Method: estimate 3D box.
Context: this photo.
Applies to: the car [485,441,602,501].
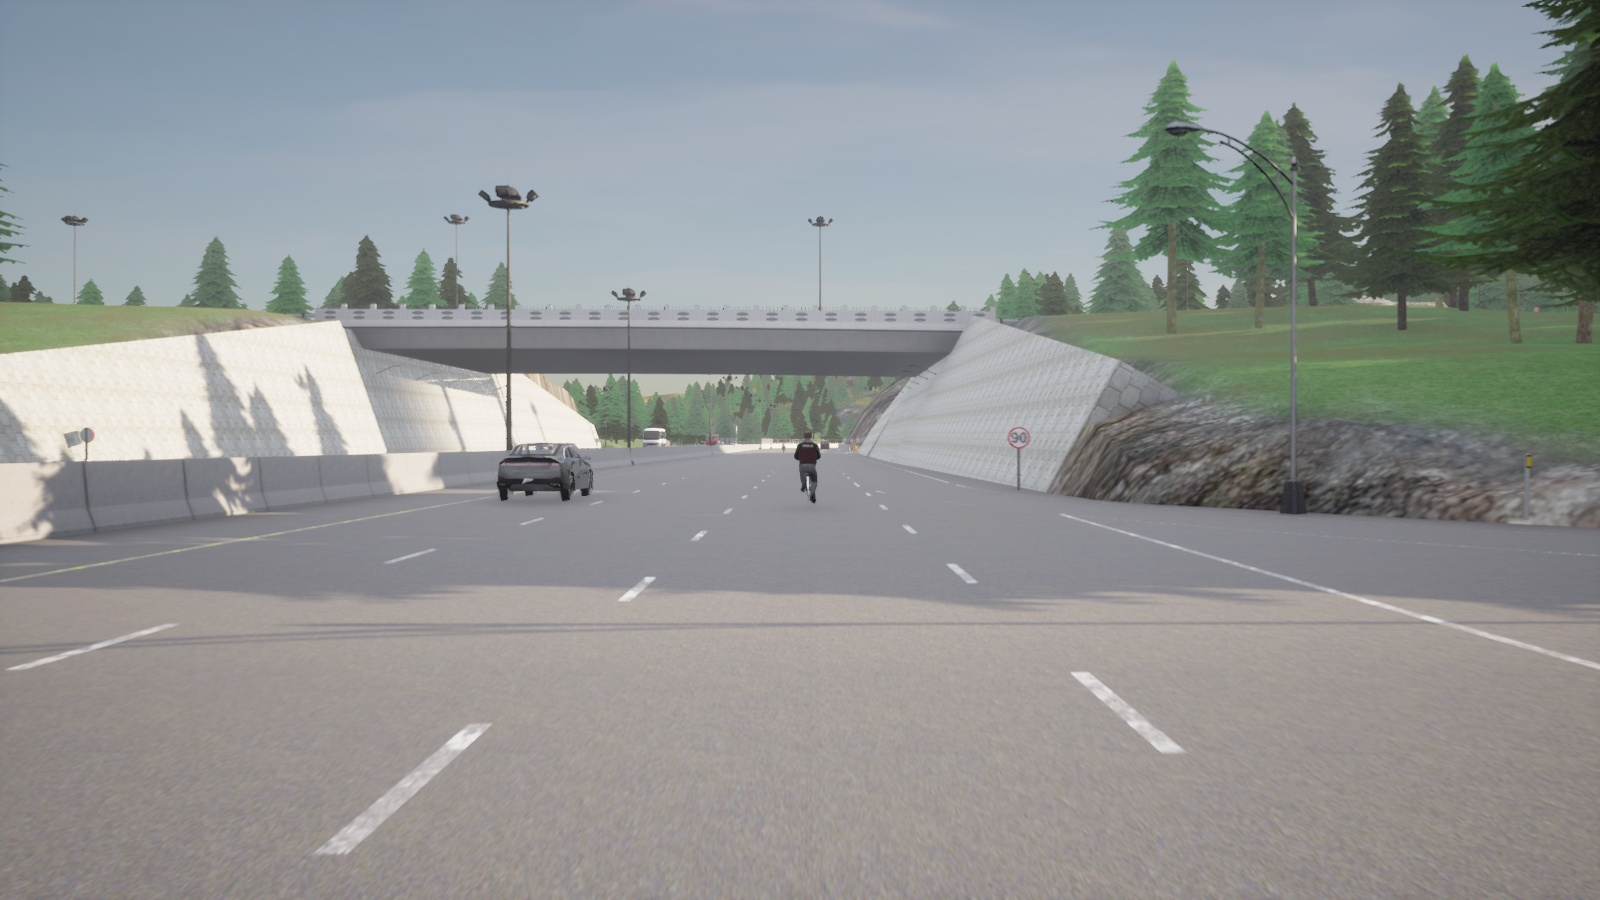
[{"bbox_3d":[-6.793,0.507,33.780,2.128,1.511,4.902,0,0,0],"label":"car"}]
